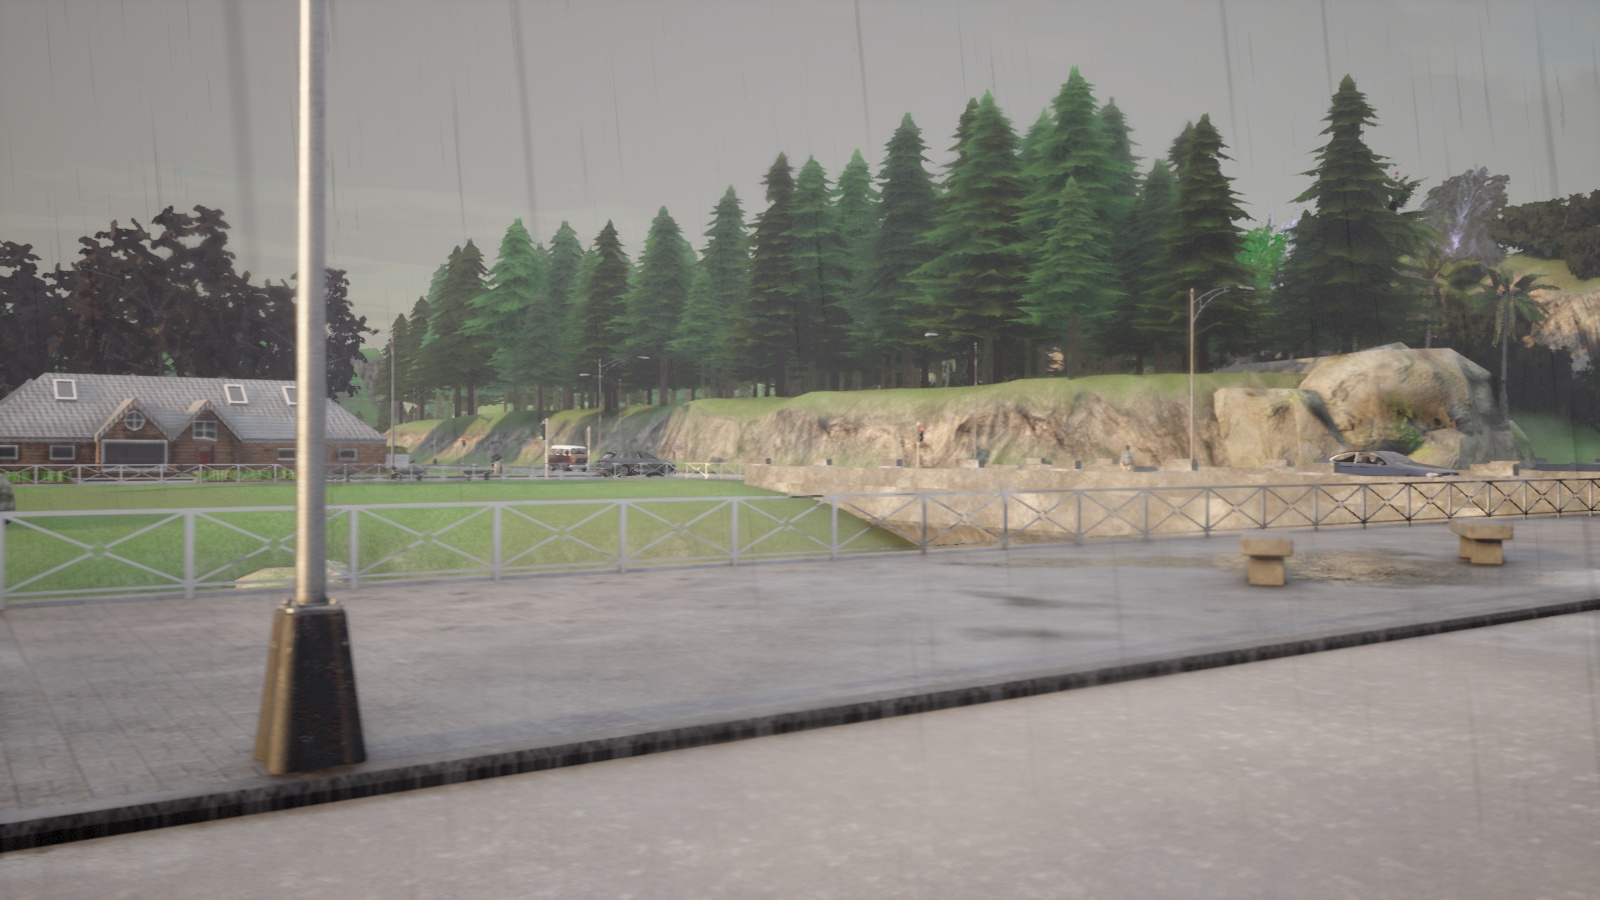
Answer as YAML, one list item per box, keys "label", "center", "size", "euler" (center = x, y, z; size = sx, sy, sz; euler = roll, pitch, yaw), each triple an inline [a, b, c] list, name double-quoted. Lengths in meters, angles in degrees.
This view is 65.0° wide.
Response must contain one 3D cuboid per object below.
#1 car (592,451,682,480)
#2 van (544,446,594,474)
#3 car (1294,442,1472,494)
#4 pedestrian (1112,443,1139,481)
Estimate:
- label: "car"
  center: [-9.448, 0.874, 72.929]
  size: [4.856, 1.649, 2.033]
  euler: [0, 0, -38]
- label: "van"
  center: [-17.645, 0.734, 95.868]
  size: [2.069, 2.038, 4.480]
  euler: [0, 1, -35]
- label: "car"
  center: [19.567, 0.586, 42.365]
  size: [2.152, 1.651, 5.027]
  euler: [0, 0, -35]
- label: "pedestrian"
  center: [15.917, 0.571, 61.370]
  size: [0.874, 1.855, 0.900]
  euler: [0, 0, -34]
